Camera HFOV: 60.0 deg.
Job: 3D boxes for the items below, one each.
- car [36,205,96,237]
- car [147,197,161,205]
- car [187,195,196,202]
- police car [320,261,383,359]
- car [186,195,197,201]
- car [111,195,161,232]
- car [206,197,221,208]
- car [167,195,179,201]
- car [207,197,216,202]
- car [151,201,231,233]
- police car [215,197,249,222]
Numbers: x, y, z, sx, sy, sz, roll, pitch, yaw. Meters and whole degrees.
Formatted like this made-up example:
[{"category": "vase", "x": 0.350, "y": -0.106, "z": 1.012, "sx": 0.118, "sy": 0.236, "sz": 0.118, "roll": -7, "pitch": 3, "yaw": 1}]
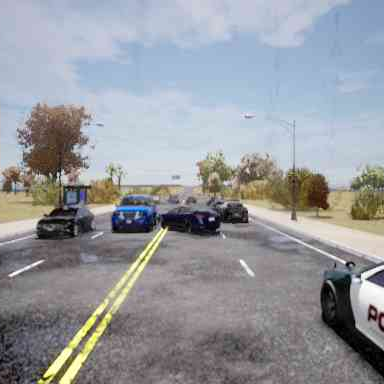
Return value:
[{"category": "car", "x": -6.625, "y": 1.505, "z": 17.949, "sx": 1.837, "sy": 1.490, "sz": 4.892, "roll": 0, "pitch": 0, "yaw": 0}, {"category": "car", "x": -6.738, "y": 1.569, "z": 59.584, "sx": 1.895, "sy": 1.301, "sz": 4.718, "roll": 0, "pitch": 0, "yaw": 0}, {"category": "car", "x": -0.225, "y": 1.478, "z": 77.411, "sx": 2.033, "sy": 1.411, "sz": 5.357, "roll": 0, "pitch": 0, "yaw": 0}, {"category": "police car", "x": 3.251, "y": 1.506, "z": 4.100, "sx": 2.038, "sy": 1.542, "sz": 4.974, "roll": 0, "pitch": 0, "yaw": 0}, {"category": "car", "x": -0.127, "y": 1.491, "z": 61.158, "sx": 1.812, "sy": 1.442, "sz": 4.674, "roll": 0, "pitch": 0, "yaw": 0}, {"category": "car", "x": -3.383, "y": 1.221, "z": 20.527, "sx": 2.150, "sy": 2.045, "sz": 5.566, "roll": 0, "pitch": 0, "yaw": 0}, {"category": "car", "x": 3.124, "y": 1.485, "z": 48.116, "sx": 1.837, "sy": 1.490, "sz": 4.892, "roll": 0, "pitch": 0, "yaw": 0}, {"category": "car", "x": -3.481, "y": 1.316, "z": 62.694, "sx": 2.097, "sy": 1.767, "sz": 4.553, "roll": 0, "pitch": 0, "yaw": 0}, {"category": "car", "x": 3.161, "y": 1.495, "z": 37.145, "sx": 2.163, "sy": 1.488, "sz": 4.792, "roll": 0, "pitch": 0, "yaw": 0}, {"category": "car", "x": -0.243, "y": 1.503, "z": 19.811, "sx": 2.163, "sy": 1.488, "sz": 4.792, "roll": 0, "pitch": 0, "yaw": -34}, {"category": "police car", "x": 3.198, "y": 1.422, "z": 26.225, "sx": 1.930, "sy": 1.638, "sz": 5.238, "roll": 0, "pitch": 0, "yaw": 0}]
